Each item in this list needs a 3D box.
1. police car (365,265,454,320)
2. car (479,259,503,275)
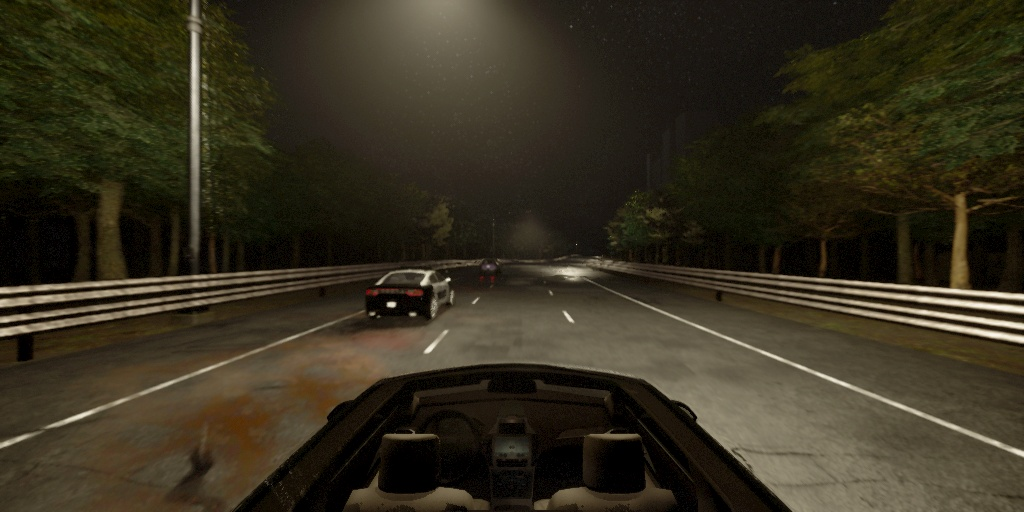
[{"bbox_3d":[-3.266,1.121,12.461,1.930,1.638,5.238,0,0,1],"label":"police car"},{"bbox_3d":[-2.053,1.048,36.075,2.033,1.649,4.856,0,0,5],"label":"car"}]
